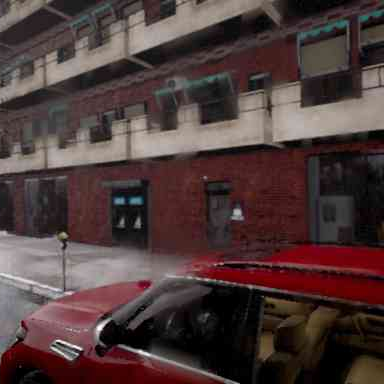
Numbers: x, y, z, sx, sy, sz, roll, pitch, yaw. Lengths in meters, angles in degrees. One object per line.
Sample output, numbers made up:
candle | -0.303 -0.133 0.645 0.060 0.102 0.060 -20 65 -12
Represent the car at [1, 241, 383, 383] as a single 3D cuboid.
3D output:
car | 0.655 1.321 2.429 5.009 1.841 2.192 -1 -1 36
